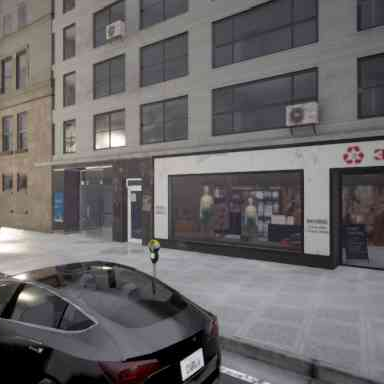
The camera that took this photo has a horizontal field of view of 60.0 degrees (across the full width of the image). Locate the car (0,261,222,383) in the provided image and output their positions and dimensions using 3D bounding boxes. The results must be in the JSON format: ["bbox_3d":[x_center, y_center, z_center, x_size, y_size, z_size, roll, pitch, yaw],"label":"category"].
[{"bbox_3d":[-1.684,1.566,4.176,4.313,1.339,1.947,0,0,36],"label":"car"}]
